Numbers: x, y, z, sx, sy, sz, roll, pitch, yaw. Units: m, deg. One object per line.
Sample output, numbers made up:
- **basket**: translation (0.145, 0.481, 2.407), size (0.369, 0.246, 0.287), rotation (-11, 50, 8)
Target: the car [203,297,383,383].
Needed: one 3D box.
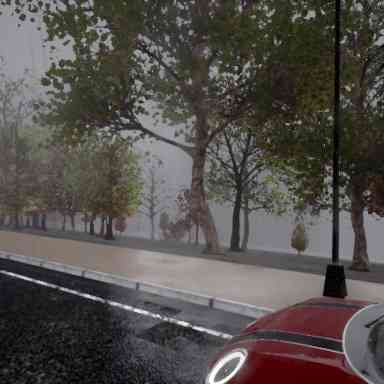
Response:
- **car**: translation (2.238, 1.352, 2.078), size (4.553, 1.767, 2.097), rotation (0, 0, 36)
